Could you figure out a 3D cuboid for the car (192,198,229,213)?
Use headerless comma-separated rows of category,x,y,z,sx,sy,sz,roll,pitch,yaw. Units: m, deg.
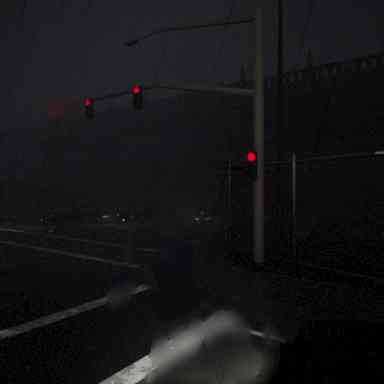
car,2.332,1.547,39.822,2.128,1.511,4.902,0,0,35

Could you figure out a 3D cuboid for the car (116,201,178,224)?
car,-3.334,1.603,25.811,2.033,1.411,5.357,0,0,35

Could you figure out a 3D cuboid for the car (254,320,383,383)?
car,3.007,1.547,1.823,5.357,1.411,2.033,0,0,36

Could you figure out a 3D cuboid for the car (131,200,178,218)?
car,-3.447,1.581,31.684,1.812,1.442,4.674,0,0,36

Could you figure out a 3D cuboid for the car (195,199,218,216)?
car,2.501,1.603,34.021,2.033,1.411,5.357,0,0,35

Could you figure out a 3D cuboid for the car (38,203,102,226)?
car,-8.737,1.581,24.284,1.812,1.442,4.674,0,0,37
